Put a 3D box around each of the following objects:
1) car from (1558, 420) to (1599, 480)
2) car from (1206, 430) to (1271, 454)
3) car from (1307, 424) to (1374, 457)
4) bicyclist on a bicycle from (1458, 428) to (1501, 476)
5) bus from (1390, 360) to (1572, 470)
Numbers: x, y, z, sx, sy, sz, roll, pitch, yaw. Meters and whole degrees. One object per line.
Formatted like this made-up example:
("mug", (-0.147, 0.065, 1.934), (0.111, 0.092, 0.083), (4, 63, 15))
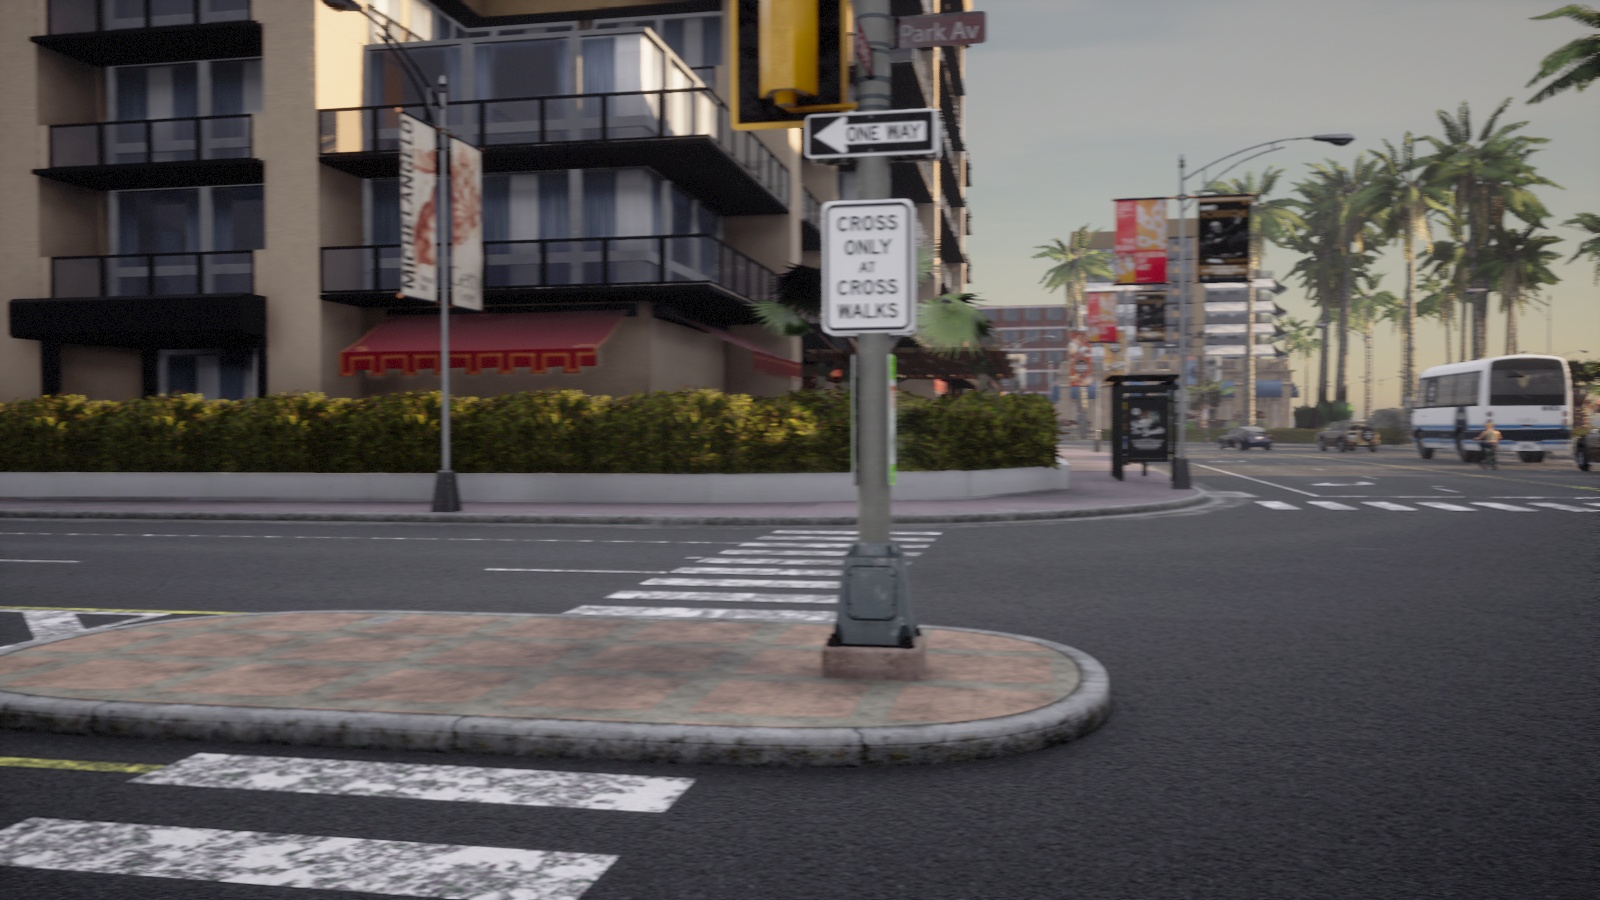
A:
("car", (26.118, -0.006, 39.948), (1.932, 1.855, 4.605), (0, 1, 11))
("car", (27.378, -0.517, 78.599), (2.163, 1.488, 4.792), (0, 1, -3))
("car", (31.085, -0.576, 72.340), (1.932, 1.855, 4.605), (0, 1, 2))
("bicyclist on a bicycle", (23.080, 0.057, 42.675), (0.866, 1.612, 1.509), (0, 1, 11))
("bus", (28.875, -1.444, 53.980), (3.944, 4.253, 10.273), (0, 1, 11))
